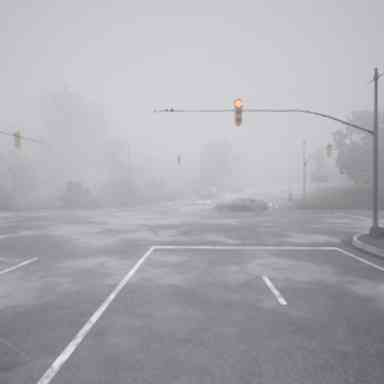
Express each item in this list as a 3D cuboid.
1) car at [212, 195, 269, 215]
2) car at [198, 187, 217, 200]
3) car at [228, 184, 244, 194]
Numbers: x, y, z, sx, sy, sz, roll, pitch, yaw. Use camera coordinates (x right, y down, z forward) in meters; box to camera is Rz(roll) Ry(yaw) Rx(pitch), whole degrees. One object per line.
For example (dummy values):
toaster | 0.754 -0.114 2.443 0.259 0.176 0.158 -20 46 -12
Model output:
car | 4.506 1.266 30.508 4.902 1.511 2.128 0 0 3
car | 2.884 0.271 60.248 2.150 2.045 5.566 0 3 23
car | 9.901 -0.705 74.585 2.150 2.045 5.566 0 4 28
